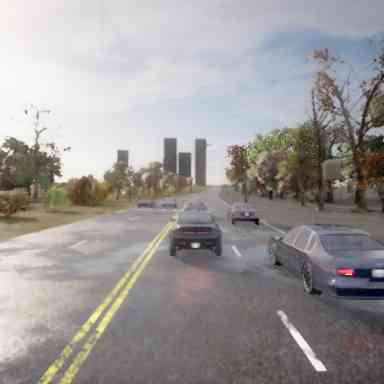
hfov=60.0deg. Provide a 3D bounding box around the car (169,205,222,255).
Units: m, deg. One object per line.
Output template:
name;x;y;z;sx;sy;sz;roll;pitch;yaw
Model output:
car;0.138;1.473;13.198;1.837;1.490;4.892;0;0;1

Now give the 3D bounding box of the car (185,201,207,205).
car;0.326;1.476;29.141;1.994;1.385;4.181;0;0;1

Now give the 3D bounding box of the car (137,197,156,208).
car;-6.037;1.413;44.351;1.994;1.385;4.181;0;0;2

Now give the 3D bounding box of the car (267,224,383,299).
car;3.357;1.513;8.446;2.033;1.411;5.357;0;0;0

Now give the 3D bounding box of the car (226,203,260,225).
car;3.481;1.467;23.390;2.033;1.411;5.357;0;0;1

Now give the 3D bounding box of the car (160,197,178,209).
car;-2.841;1.383;42.331;1.812;1.442;4.674;0;0;2
